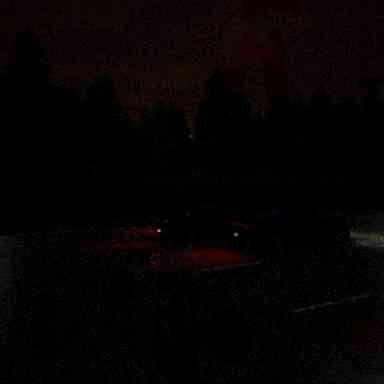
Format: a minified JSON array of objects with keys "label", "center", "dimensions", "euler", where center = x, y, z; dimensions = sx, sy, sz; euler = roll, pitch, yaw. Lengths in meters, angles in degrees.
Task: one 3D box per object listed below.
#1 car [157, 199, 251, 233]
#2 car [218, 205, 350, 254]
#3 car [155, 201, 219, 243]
[{"label":"car","center":[0.712,1.256,18.919],"dimensions":[5.008,1.535,1.882],"euler":[-1,1,-26]},{"label":"car","center":[3.737,1.280,12.606],"dimensions":[5.008,1.535,1.882],"euler":[-1,1,-26]},{"label":"car","center":[0.773,1.326,15.065],"dimensions":[4.892,1.490,1.837],"euler":[-1,1,-26]}]
